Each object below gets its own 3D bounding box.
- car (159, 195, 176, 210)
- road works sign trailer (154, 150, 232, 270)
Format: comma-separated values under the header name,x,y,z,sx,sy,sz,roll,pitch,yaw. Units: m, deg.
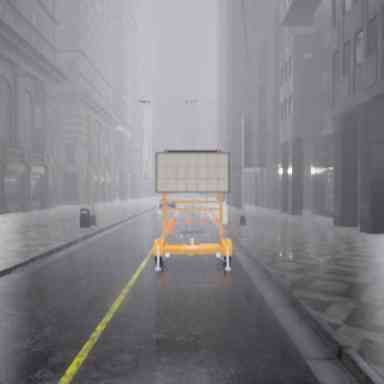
name,x,y,z,sx,sy,sz,roll,pitch,yaw
car,-3.065,1.439,42.645,1.812,1.442,4.674,0,0,0
road works sign trailer,0.024,0.434,10.879,2.380,3.560,2.880,0,0,0
